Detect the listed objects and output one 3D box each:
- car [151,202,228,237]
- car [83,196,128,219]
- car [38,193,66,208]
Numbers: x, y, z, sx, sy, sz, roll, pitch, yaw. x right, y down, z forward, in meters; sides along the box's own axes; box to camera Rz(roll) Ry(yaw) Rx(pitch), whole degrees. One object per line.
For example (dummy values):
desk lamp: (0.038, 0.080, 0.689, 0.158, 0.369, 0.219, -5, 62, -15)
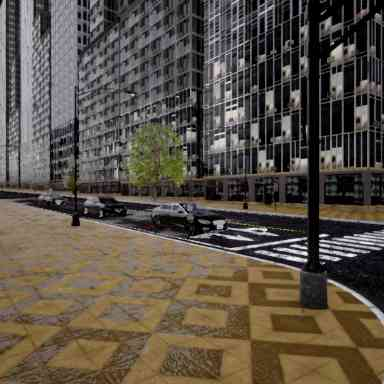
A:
car: (-0.254, 1.257, 16.790, 2.128, 1.511, 4.902, 0, 1, -38)
car: (-6.521, 1.086, 24.758, 1.837, 1.490, 4.892, 0, 1, -38)
car: (-15.002, 0.819, 35.587, 2.128, 1.511, 4.902, 0, 1, -38)
